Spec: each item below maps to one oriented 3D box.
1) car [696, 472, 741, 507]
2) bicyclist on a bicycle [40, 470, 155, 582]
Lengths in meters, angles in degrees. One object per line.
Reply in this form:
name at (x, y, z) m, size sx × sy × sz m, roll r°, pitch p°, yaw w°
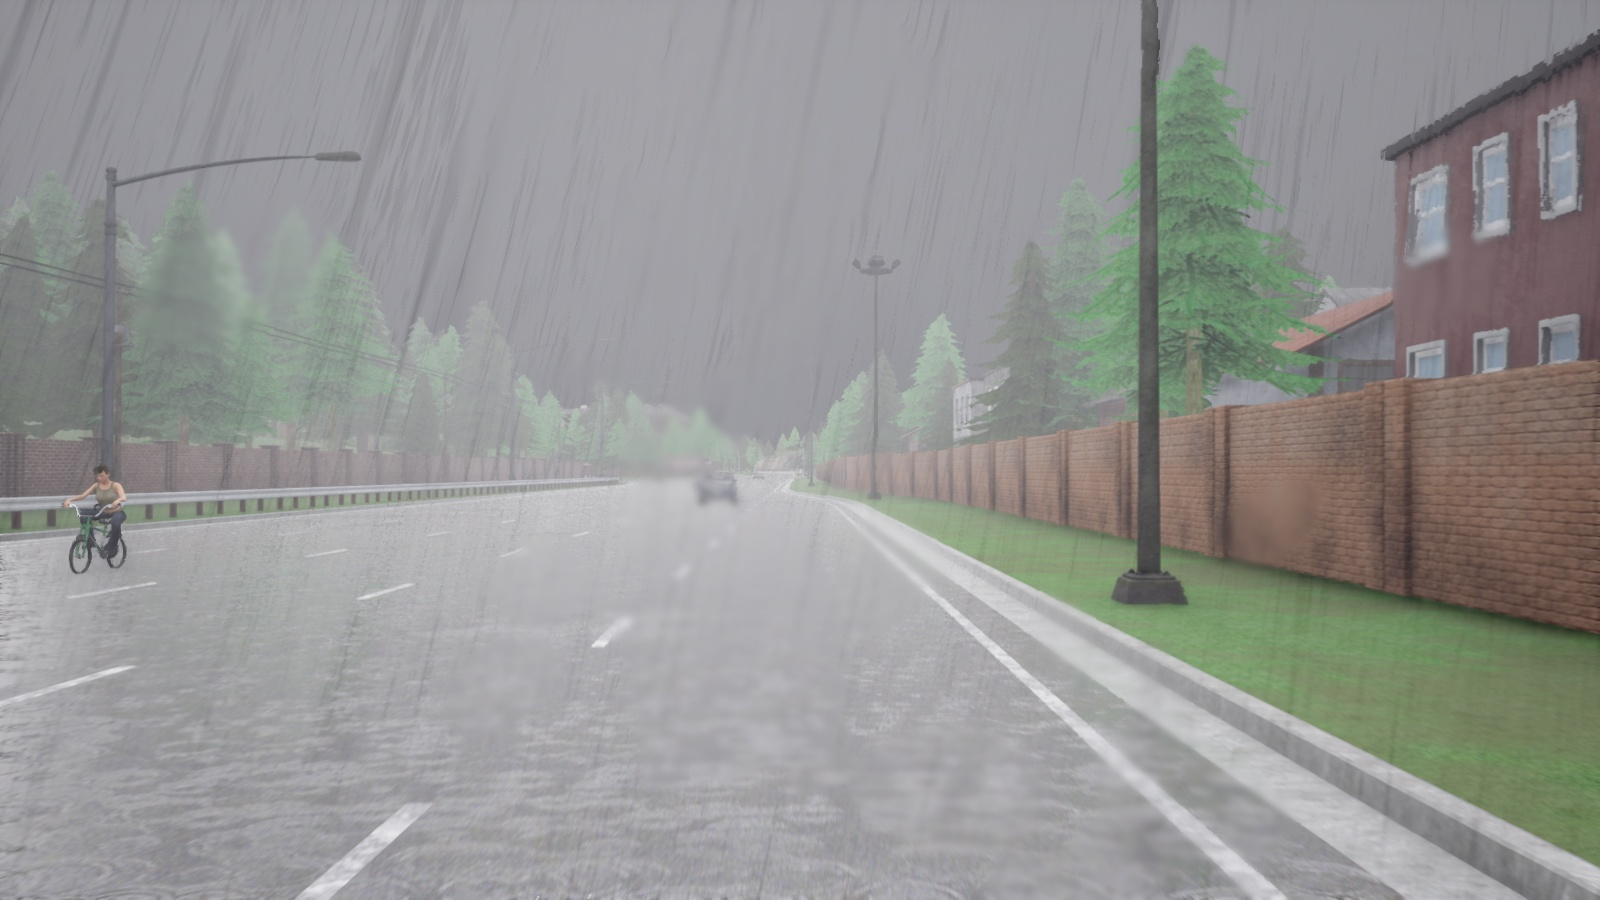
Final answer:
car at (-3.639, 1.759, 56.805) m, size 1.789 × 1.549 × 3.705 m, roll 0°, pitch -1°, yaw 0°
bicyclist on a bicycle at (-10.542, 1.110, 18.901) m, size 0.866 × 1.612 × 1.509 m, roll 0°, pitch -1°, yaw 0°
